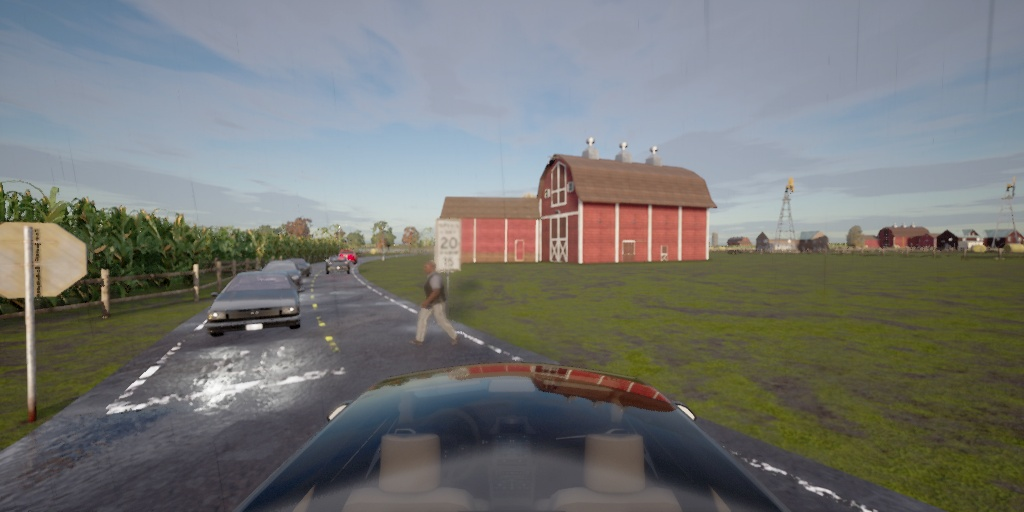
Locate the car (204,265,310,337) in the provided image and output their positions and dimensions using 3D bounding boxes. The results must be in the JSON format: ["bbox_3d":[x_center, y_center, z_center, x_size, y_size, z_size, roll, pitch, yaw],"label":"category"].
[{"bbox_3d":[-7.115,1.156,10.273,2.033,1.411,5.357,0,1,-31],"label":"car"}]

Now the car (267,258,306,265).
[{"bbox_3d":[-12.023,0.997,18.741,1.812,1.442,4.674,0,1,-29],"label":"car"}]

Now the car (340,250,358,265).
[{"bbox_3d":[-22.997,0.143,50.370,2.150,2.045,5.566,0,1,-20],"label":"car"}]

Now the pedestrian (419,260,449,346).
[{"bbox_3d":[-1.619,0.952,7.421,0.375,1.860,0.375,-2,3,-33],"label":"pedestrian"}]

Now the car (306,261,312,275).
[{"bbox_3d":[-16.589,0.886,27.542,1.994,1.385,4.181,0,1,-25],"label":"car"}]

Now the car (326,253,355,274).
[{"bbox_3d":[-15.521,0.744,32.073,2.128,1.511,4.902,0,1,-25],"label":"car"}]
